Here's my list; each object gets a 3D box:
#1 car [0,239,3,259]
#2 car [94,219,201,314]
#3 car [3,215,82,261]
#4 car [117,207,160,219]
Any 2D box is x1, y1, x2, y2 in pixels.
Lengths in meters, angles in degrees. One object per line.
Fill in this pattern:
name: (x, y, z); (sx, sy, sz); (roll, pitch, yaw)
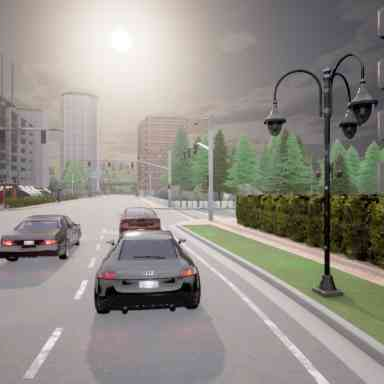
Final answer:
car: (-3.876, 1.492, 2.757); (2.128, 1.511, 4.902); (0, 0, -5)
car: (-1.042, 1.564, 7.725); (1.994, 1.385, 4.181); (0, 0, -9)
car: (-5.317, 1.547, 12.289); (2.033, 1.411, 5.357); (0, 0, -11)
car: (-2.659, 1.478, 16.563); (1.882, 1.535, 5.008); (0, 0, -12)
